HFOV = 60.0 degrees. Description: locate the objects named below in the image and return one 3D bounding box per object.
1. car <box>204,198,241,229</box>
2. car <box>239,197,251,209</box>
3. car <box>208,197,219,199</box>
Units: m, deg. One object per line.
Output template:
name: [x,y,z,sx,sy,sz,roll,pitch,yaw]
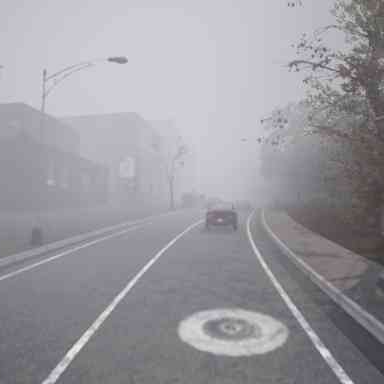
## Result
car: [1.958,1.413,21.098,1.882,1.535,5.008,-1,0,9]
car: [6.187,1.387,41.282,1.812,1.442,4.674,-1,0,13]
car: [2.764,1.405,42.588,1.882,1.535,5.008,-1,0,13]
